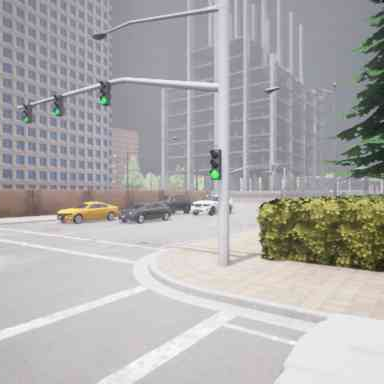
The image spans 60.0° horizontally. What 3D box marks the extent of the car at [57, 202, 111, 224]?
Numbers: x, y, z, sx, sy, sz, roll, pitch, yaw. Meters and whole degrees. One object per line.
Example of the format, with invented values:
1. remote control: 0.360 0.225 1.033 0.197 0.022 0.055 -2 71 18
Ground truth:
1. car: -7.950 1.523 25.723 1.882 1.535 5.008 0 0 35

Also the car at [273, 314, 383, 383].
1. car: 2.861 1.601 1.926 4.718 1.301 1.895 0 0 36

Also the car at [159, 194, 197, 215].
1. car: -2.180 1.267 33.812 2.150 2.045 5.566 0 0 35

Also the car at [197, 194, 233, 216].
1. car: 2.165 1.268 33.860 2.150 2.045 5.566 0 0 36

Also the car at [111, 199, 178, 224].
1. car: -3.561 1.552 25.850 1.837 1.490 4.892 0 0 35
